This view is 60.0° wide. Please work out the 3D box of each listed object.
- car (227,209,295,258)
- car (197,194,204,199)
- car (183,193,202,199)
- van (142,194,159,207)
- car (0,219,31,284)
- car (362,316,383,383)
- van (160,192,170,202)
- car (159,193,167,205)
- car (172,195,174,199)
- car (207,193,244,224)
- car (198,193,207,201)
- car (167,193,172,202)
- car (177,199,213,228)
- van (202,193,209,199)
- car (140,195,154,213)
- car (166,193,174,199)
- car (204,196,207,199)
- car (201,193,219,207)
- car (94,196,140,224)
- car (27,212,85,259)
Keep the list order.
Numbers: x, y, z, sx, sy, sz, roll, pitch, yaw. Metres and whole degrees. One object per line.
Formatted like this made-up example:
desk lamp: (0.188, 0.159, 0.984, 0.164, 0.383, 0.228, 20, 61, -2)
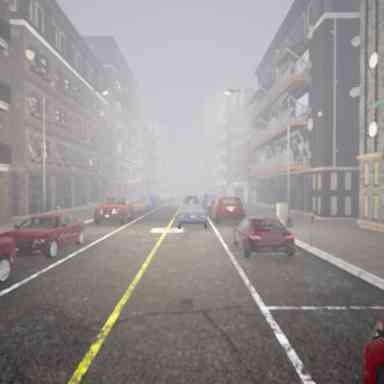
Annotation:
car: (2.521, 1.519, 12.271, 1.802, 1.307, 4.206, -1, 0, 0)
car: (2.270, 1.129, 91.571, 1.802, 1.307, 4.206, -1, 0, 0)
car: (-0.030, 1.149, 40.982, 2.097, 1.767, 4.553, 0, 0, 0)
van: (-5.452, 1.144, 40.592, 1.690, 1.788, 3.998, -1, 0, 0)
car: (-5.342, 1.514, 6.685, 1.887, 1.381, 4.507, -1, 0, 0)
car: (2.553, 1.308, 0.941, 2.192, 1.841, 5.009, -1, 0, 0)
van: (-5.542, 1.005, 68.848, 1.690, 1.788, 3.998, -1, 0, 0)
car: (-5.487, 1.187, 51.894, 1.967, 1.590, 4.097, -1, 0, 0)
car: (-5.557, 1.202, 74.500, 1.947, 1.339, 4.313, -1, 0, 0)
car: (2.481, 1.196, 23.598, 2.192, 1.841, 5.009, -1, 0, 0)
car: (2.321, 1.071, 74.578, 1.967, 1.590, 4.097, -1, 0, 0)
car: (-5.521, 1.242, 63.197, 2.008, 1.369, 4.403, -1, 0, 0)
car: (0.031, 1.441, 21.360, 2.033, 1.411, 5.357, 0, 0, 0)
van: (2.428, 1.139, 40.591, 1.690, 1.788, 3.998, -1, 0, 0)
car: (-5.432, 1.356, 34.771, 1.752, 1.417, 4.829, -1, 0, 0)
car: (-5.593, 1.107, 85.632, 1.752, 1.417, 4.829, -1, 0, 0)
car: (2.449, 1.407, 34.928, 1.802, 1.307, 4.206, -1, 0, 0)
car: (2.409, 1.085, 46.255, 2.192, 1.841, 5.009, -1, 0, 0)
car: (-5.399, 1.201, 23.637, 2.192, 1.841, 5.009, -1, 0, 0)
car: (-5.360, 1.486, 12.337, 1.887, 1.381, 4.507, -1, 0, 0)
